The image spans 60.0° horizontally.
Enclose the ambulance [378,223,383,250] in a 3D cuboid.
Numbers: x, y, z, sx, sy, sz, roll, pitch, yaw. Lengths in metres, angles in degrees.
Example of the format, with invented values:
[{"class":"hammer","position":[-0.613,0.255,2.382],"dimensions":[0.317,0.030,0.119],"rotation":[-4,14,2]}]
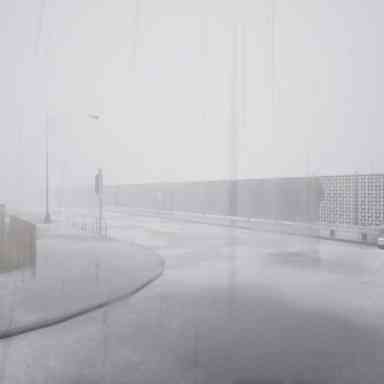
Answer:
[{"class":"ambulance","position":[8.589,1.031,8.931],"dimensions":[2.351,2.431,6.366],"rotation":[0,0,-35]}]
